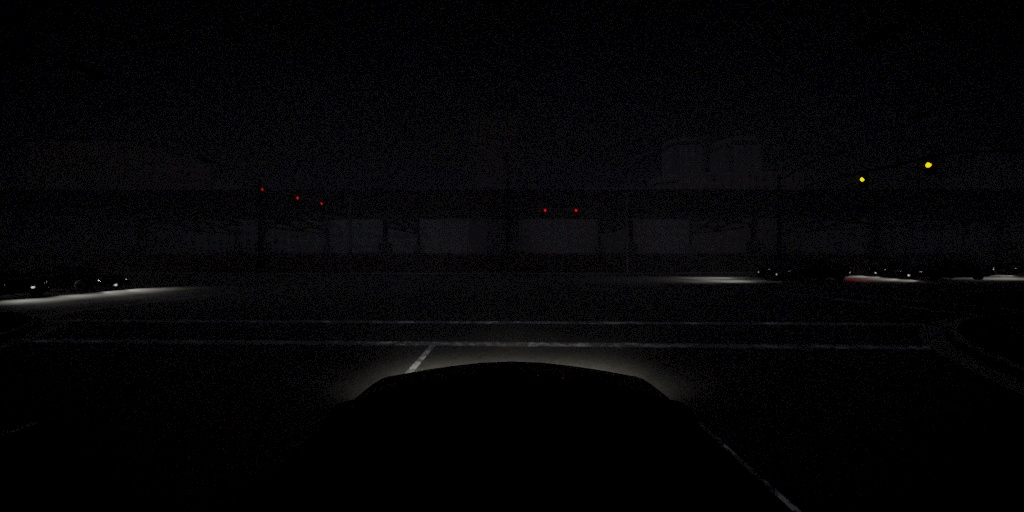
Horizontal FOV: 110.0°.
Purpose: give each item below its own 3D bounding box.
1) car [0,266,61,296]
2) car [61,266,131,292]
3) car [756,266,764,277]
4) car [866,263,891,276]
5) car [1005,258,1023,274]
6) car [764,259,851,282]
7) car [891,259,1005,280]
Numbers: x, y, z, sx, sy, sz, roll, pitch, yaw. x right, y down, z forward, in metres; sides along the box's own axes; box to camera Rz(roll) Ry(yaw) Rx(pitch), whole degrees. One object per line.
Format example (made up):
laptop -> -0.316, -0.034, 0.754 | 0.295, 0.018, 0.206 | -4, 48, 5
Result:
car -> -25.110, 1.230, 17.041 | 4.892, 1.490, 1.837 | 0, 0, 2
car -> -25.284, 1.265, 20.545 | 5.357, 1.411, 2.033 | 0, 0, 2
car -> 23.111, 1.043, 29.969 | 4.902, 1.511, 2.128 | -1, 0, 2
car -> 32.851, 0.978, 29.712 | 5.357, 1.411, 2.033 | -1, 0, 1
car -> 43.072, 0.811, 29.437 | 5.357, 1.411, 2.033 | -1, 0, 1
car -> 22.054, 1.058, 26.489 | 4.902, 1.511, 2.128 | -1, 0, 1
car -> 31.762, 0.998, 26.240 | 5.357, 1.411, 2.033 | -1, 0, 1
